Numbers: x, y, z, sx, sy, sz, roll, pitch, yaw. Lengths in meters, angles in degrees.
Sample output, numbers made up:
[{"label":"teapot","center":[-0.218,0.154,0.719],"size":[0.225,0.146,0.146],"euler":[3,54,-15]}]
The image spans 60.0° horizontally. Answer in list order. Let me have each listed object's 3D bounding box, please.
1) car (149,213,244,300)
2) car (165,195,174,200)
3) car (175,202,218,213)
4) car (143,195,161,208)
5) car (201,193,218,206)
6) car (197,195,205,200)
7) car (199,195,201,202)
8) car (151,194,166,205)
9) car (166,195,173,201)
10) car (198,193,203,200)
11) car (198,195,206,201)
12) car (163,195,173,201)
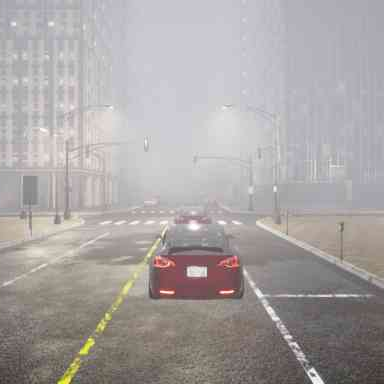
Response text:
[{"label":"car","center":[0.075,1.502,8.416],"size":[2.163,1.488,4.792],"euler":[0,0,0]},{"label":"car","center":[-5.931,1.410,87.885],"size":[2.008,1.369,4.403],"euler":[0,0,0]},{"label":"car","center":[0.040,1.497,18.411],"size":[2.163,1.488,4.792],"euler":[0,0,0]},{"label":"car","center":[-5.950,1.485,47.984],"size":[1.752,1.417,4.829],"euler":[0,0,0]},{"label":"car","center":[2.689,1.400,48.177],"size":[1.967,1.590,4.097],"euler":[0,0,0]},{"label":"car","center":[2.449,1.410,87.901],"size":[2.008,1.369,4.403],"euler":[0,0,0]},{"label":"car","center":[2.643,1.499,53.855],"size":[2.008,1.369,4.403],"euler":[0,0,0]},{"label":"car","center":[-5.936,1.264,53.832],"size":[2.192,1.841,5.009],"euler":[0,0,0]},{"label":"car","center":[-5.900,1.438,76.534],"size":[1.887,1.381,4.507],"euler":[0,0,0]},{"label":"car","center":[2.498,1.223,70.877],"size":[2.192,1.841,5.009],"euler":[0,0,0]},{"label":"car","center":[2.465,1.422,82.227],"size":[1.887,1.381,4.507],"euler":[0,0,0]},{"label":"car","center":[-5.915,1.428,82.209],"size":[2.008,1.369,4.403],"euler":[0,0,0]}]
